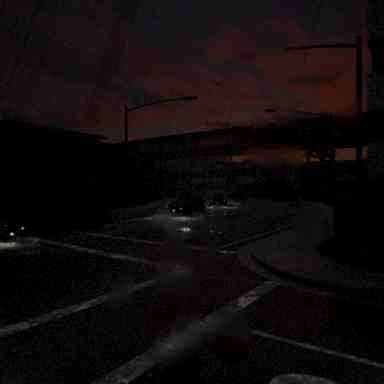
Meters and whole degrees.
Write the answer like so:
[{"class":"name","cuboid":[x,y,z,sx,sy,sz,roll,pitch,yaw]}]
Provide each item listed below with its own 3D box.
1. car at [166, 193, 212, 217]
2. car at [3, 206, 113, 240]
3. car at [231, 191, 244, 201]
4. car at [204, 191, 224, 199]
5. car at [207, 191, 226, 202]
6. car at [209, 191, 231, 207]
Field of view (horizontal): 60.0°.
[{"class":"car","cuboid":[-0.367,1.130,27.500,1.837,1.490,4.892,0,1,25]},{"class":"car","cuboid":[-6.580,1.428,17.098,2.033,1.411,5.357,0,2,34]},{"class":"car","cuboid":[6.839,0.625,53.231,1.837,1.490,4.892,0,0,-9]},{"class":"car","cuboid":[4.157,0.623,63.289,1.837,1.490,4.892,0,0,-24]},{"class":"car","cuboid":[3.611,0.629,50.567,2.128,1.511,4.902,0,0,-6]},{"class":"car","cuboid":[3.125,0.871,38.235,1.812,1.442,4.674,0,1,9]}]
